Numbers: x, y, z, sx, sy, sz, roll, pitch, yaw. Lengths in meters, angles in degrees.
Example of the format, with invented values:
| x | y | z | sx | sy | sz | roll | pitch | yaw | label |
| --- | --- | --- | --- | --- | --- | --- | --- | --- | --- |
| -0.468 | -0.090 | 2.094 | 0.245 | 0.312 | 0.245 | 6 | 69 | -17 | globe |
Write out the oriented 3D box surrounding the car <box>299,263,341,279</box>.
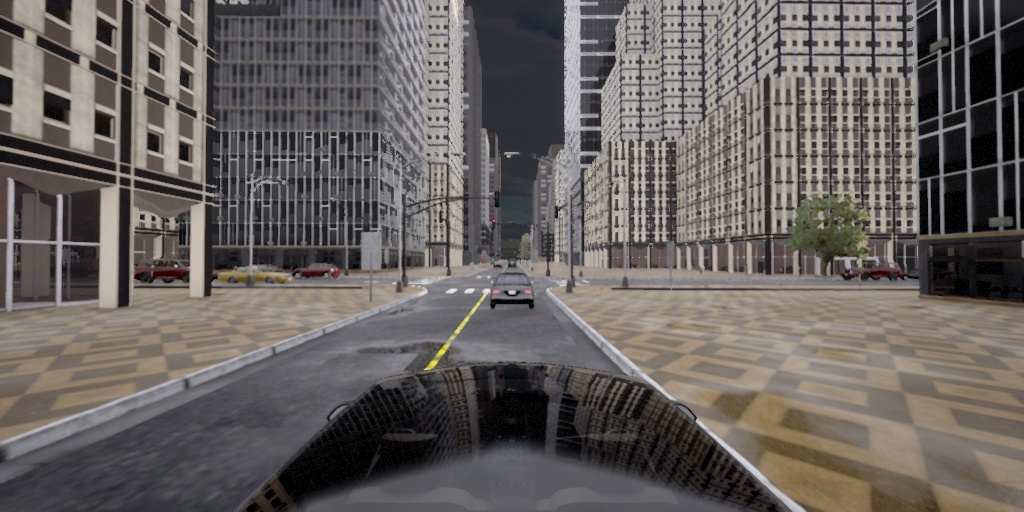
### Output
| x | y | z | sx | sy | sz | roll | pitch | yaw | label |
| --- | --- | --- | --- | --- | --- | --- | --- | --- | --- |
| -19.195 | 1.421 | 35.176 | 4.097 | 1.591 | 1.967 | 0 | 0 | -1 | car |

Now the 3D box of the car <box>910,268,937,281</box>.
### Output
| x | y | z | sx | sy | sz | roll | pitch | yaw | label |
| --- | --- | --- | --- | --- | --- | --- | --- | --- | --- |
| 41.682 | 1.831 | 36.011 | 4.313 | 1.339 | 1.948 | 0 | 0 | -1 | car |

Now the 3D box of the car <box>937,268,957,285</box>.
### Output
| x | y | z | sx | sy | sz | roll | pitch | yaw | label |
| --- | --- | --- | --- | --- | --- | --- | --- | --- | --- |
| 36.289 | 1.662 | 27.545 | 4.829 | 1.417 | 1.751 | 0 | 0 | -1 | car |

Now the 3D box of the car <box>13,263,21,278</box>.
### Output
| x | y | z | sx | sy | sz | roll | pitch | yaw | label |
| --- | --- | --- | --- | --- | --- | --- | --- | --- | --- |
| -47.735 | 1.323 | 34.594 | 4.829 | 1.417 | 1.751 | 0 | 0 | -1 | car |

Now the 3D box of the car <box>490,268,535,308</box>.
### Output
| x | y | z | sx | sy | sz | roll | pitch | yaw | label |
| --- | --- | --- | --- | --- | --- | --- | --- | --- | --- |
| 0.007 | 1.428 | 15.841 | 2.033 | 1.411 | 5.357 | 0 | 0 | 0 | car |

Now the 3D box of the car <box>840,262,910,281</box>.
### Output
| x | y | z | sx | sy | sz | roll | pitch | yaw | label |
| --- | --- | --- | --- | --- | --- | --- | --- | --- | --- |
| 35.986 | 1.559 | 35.921 | 5.009 | 1.841 | 2.192 | 0 | 0 | -1 | car |

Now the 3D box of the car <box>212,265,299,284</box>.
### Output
| x | y | z | sx | sy | sz | roll | pitch | yaw | label |
| --- | --- | --- | --- | --- | --- | --- | --- | --- | --- |
| -18.888 | 1.395 | 26.541 | 4.829 | 1.417 | 1.751 | 0 | 0 | -1 | car |

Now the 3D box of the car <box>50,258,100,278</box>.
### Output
| x | y | z | sx | sy | sz | roll | pitch | yaw | label |
| --- | --- | --- | --- | --- | --- | --- | --- | --- | --- |
| -41.891 | 1.150 | 34.687 | 5.009 | 1.841 | 2.192 | 0 | 0 | -1 | car |

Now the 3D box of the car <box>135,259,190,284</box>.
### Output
| x | y | z | sx | sy | sz | roll | pitch | yaw | label |
| --- | --- | --- | --- | --- | --- | --- | --- | --- | --- |
| -24.736 | 1.150 | 26.478 | 5.009 | 1.841 | 2.192 | 0 | 0 | -1 | car |
